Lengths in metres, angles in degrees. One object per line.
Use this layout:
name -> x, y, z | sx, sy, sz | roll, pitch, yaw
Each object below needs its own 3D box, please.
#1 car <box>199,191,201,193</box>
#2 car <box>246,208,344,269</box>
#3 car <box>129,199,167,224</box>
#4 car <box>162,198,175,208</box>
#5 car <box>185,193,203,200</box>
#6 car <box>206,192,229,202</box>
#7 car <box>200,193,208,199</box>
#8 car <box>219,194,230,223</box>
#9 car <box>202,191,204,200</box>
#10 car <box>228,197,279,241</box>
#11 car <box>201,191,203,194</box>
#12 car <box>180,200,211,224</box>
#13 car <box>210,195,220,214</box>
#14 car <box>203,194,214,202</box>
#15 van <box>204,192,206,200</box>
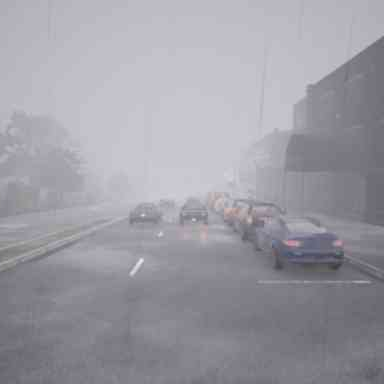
car -> 3.276, 1.062, 82.787 | 1.946, 1.575, 5.366 | 0, 0, 0
car -> 3.232, 1.465, 10.773 | 2.002, 1.452, 4.674 | 0, 0, 0
car -> -3.134, 1.447, 23.309 | 1.994, 1.385, 4.181 | 0, 0, 0
car -> -3.123, 1.388, 42.322 | 1.895, 1.301, 4.718 | 0, 0, 0
car -> 0.126, 1.293, 42.246 | 1.837, 1.490, 4.892 | 0, 0, 0
car -> 3.249, 1.036, 38.428 | 2.435, 2.045, 5.566 | 0, 0, 0
car -> 3.284, 1.007, 93.839 | 1.946, 1.575, 5.366 | 0, 0, 0
car -> 3.239, 1.244, 21.920 | 2.185, 1.767, 4.553 | 0, 0, 0
car -> 3.260, 1.078, 55.070 | 2.185, 1.767, 4.553 | 0, 0, 0
car -> 3.235, 1.272, 16.394 | 2.185, 1.767, 4.553 | 0, 0, 0
car -> 3.264, 1.051, 60.595 | 2.185, 1.767, 4.553 | 0, 0, 0
car -> 0.115, 1.481, 23.868 | 1.895, 1.301, 4.718 | 0, 0, 0
car -> 3.246, 1.314, 32.996 | 2.097, 1.535, 5.008 | 0, 0, 0
car -> 3.268, 1.189, 66.025 | 2.002, 1.452, 4.674 | 0, 0, 0
van -> 3.257, 1.005, 49.692 | 1.878, 1.987, 4.442 | 0, 0, 0
